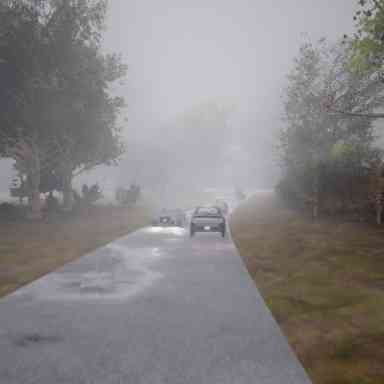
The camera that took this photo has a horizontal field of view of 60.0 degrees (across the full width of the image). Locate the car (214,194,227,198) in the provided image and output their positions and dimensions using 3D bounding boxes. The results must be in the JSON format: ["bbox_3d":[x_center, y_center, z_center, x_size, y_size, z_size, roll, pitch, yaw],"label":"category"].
[{"bbox_3d":[5.412,1.162,63.200,1.882,1.535,5.008,1,3,14],"label":"car"}]

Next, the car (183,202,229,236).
[{"bbox_3d":[0.937,1.566,18.701,2.128,1.511,4.902,0,0,4],"label":"car"}]

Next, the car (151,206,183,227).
[{"bbox_3d":[-1.587,1.665,23.604,1.994,1.385,4.181,0,-1,6],"label":"car"}]

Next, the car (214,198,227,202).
[{"bbox_3d":[3.205,1.772,38.264,2.033,1.411,5.357,1,0,9],"label":"car"}]
